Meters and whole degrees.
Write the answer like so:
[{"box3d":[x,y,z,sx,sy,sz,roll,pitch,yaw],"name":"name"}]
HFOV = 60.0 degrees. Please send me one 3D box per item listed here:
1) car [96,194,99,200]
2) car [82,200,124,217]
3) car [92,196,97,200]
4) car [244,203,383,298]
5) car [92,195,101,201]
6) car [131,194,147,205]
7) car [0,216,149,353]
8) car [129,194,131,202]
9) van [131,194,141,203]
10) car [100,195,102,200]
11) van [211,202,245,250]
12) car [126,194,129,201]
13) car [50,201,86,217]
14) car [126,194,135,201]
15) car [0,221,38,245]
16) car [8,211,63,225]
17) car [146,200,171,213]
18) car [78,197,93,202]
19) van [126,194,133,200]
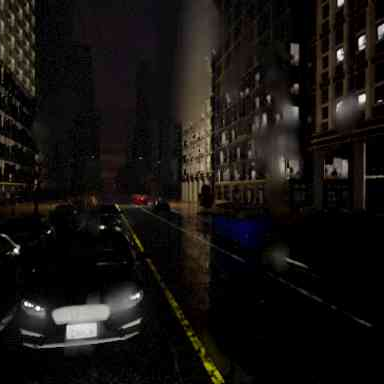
[{"box3d":[-15.693,1.443,50.723,1.967,1.590,4.097,0,0,-14],"name":"car"},{"box3d":[-5.070,1.480,19.332,1.882,1.535,5.008,0,0,-14],"name":"car"},{"box3d":[-14.315,1.584,45.209,1.802,1.307,4.206,0,0,-14],"name":"car"},{"box3d":[3.454,1.322,8.640,2.192,1.841,5.009,-1,0,-14],"name":"car"},{"box3d":[-23.955,1.553,83.809,2.008,1.369,4.403,0,0,-14],"name":"car"},{"box3d":[-8.941,1.327,58.268,2.192,1.841,5.009,-1,0,-14],"name":"car"},{"box3d":[-1.992,1.492,6.581,2.128,1.511,4.902,0,0,-14],"name":"car"},{"box3d":[-10.318,1.327,63.783,2.192,1.841,5.009,-1,0,-14],"name":"car"},{"box3d":[-11.695,1.353,69.297,1.690,1.788,3.998,0,0,-14],"name":"van"},{"box3d":[-21.201,1.569,72.781,1.947,1.339,4.313,0,0,-14],"name":"car"},{"box3d":[2.077,1.349,14.154,1.690,1.788,3.998,-1,0,-14],"name":"van"},{"box3d":[-13.071,1.452,74.811,1.967,1.590,4.097,0,0,-14],"name":"car"},{"box3d":[-8.806,1.551,23.152,2.008,1.369,4.403,0,0,-14],"name":"car"},{"box3d":[-15.826,1.451,85.840,1.967,1.590,4.097,0,0,-14],"name":"car"},{"box3d":[-4.675,1.549,6.609,2.008,1.369,4.403,0,0,-14],"name":"car"},{"box3d":[-6.052,1.581,12.124,1.802,1.307,4.206,0,0,-14],"name":"car"},{"box3d":[-3.430,1.561,36.211,2.008,1.369,4.403,-1,0,-14],"name":"car"},{"box3d":[-11.560,1.552,34.181,2.008,1.369,4.403,0,0,-14],"name":"car"},{"box3d":[-17.204,1.351,91.353,1.690,1.788,3.998,0,0,-14],"name":"van"}]
